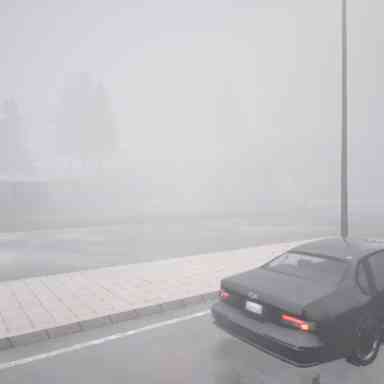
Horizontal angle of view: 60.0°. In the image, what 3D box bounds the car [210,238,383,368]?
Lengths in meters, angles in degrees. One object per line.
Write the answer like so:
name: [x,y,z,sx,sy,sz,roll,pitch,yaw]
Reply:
car: [2.841,1.547,5.773,5.357,1.411,2.033,0,0,-35]
